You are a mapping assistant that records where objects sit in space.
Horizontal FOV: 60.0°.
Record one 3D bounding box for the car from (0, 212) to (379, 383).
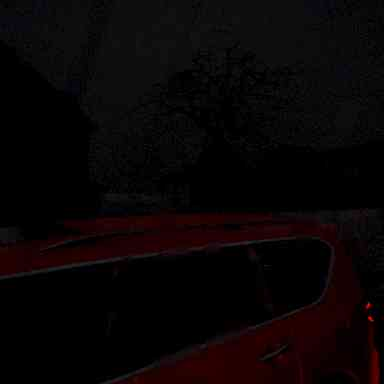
[{"bbox_3d":[-0.918,1.224,2.297,5.566,2.045,2.150,0,0,-35],"label":"car"}]
